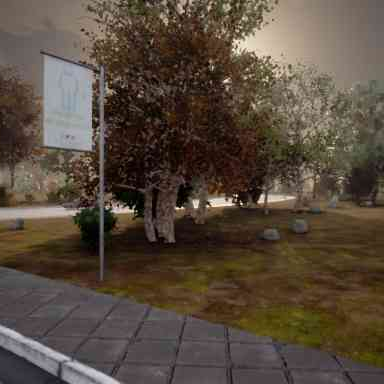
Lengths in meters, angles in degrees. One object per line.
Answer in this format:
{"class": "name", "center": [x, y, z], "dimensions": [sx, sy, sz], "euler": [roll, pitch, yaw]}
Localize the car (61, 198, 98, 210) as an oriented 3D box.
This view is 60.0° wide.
{"class": "car", "center": [-14.344, 1.471, 42.858], "dimensions": [2.128, 1.511, 4.902], "euler": [0, 0, 38]}
